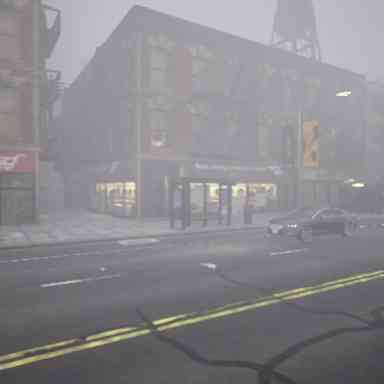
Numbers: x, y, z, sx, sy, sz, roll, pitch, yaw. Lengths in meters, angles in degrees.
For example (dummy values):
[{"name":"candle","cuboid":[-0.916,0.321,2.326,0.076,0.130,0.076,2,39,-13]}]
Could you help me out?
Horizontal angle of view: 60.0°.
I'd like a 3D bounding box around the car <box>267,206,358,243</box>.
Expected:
[{"name":"car","cuboid":[5.653,1.407,15.514,4.902,1.511,2.128,0,0,-31]}]
